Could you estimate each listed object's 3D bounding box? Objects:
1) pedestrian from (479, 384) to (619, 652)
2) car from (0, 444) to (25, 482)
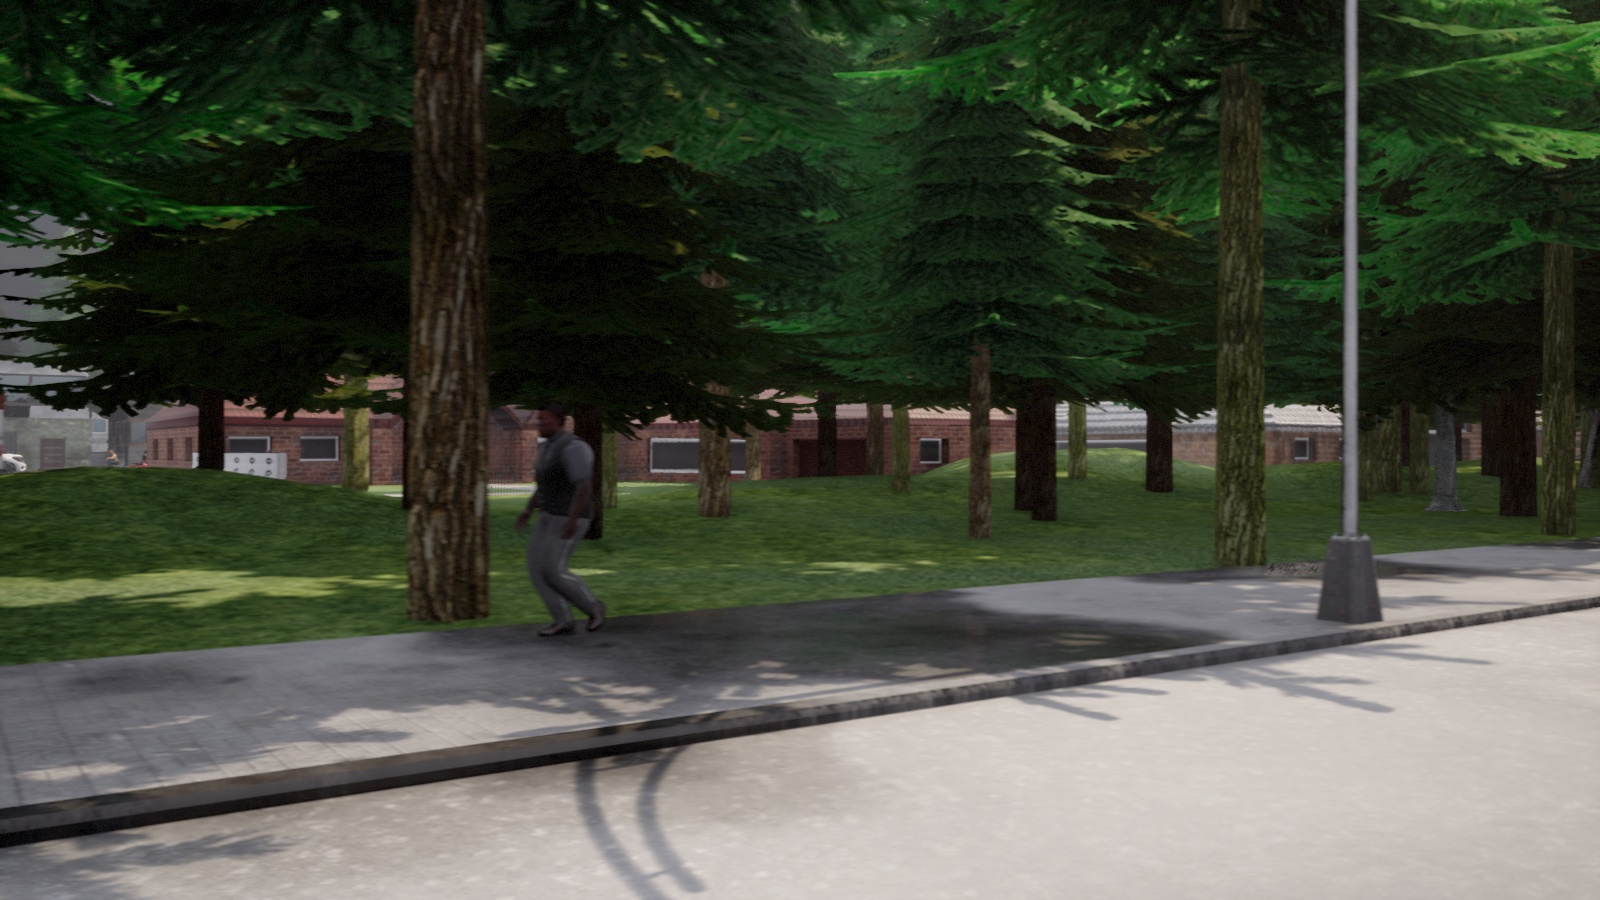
[{"bbox_3d":[-1.860,0.481,9.314,0.849,1.883,0.563,0,0,-38],"label":"pedestrian"},{"bbox_3d":[-45.276,0.726,68.004,5.566,2.045,2.150,0,0,-35],"label":"car"}]
